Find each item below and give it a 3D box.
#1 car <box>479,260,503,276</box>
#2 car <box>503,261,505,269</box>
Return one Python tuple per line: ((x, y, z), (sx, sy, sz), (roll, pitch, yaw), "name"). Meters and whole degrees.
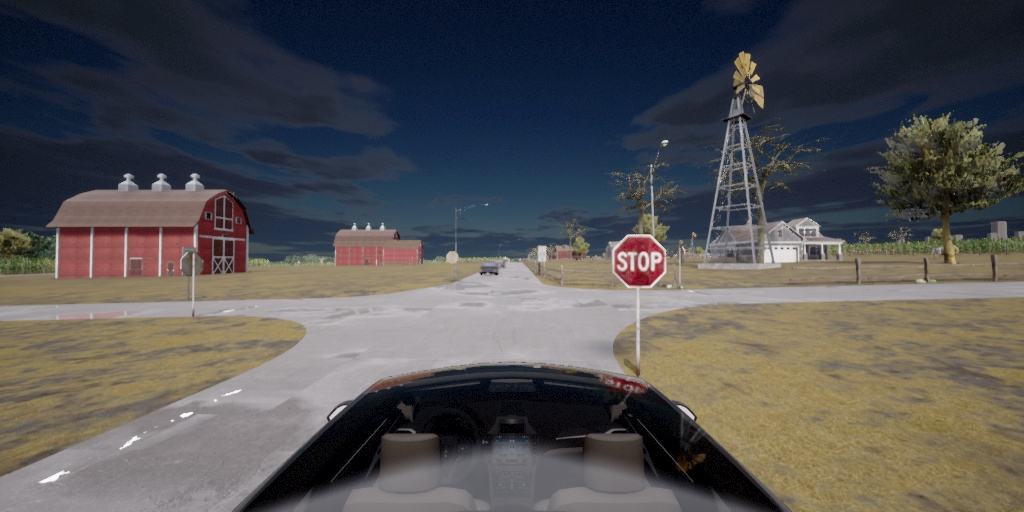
((-2.296, 1.325, 37.381), (2.033, 1.411, 5.357), (0, 0, 1), "car")
((-2.029, 1.308, 57.247), (1.812, 1.442, 4.674), (0, 0, 1), "car")
